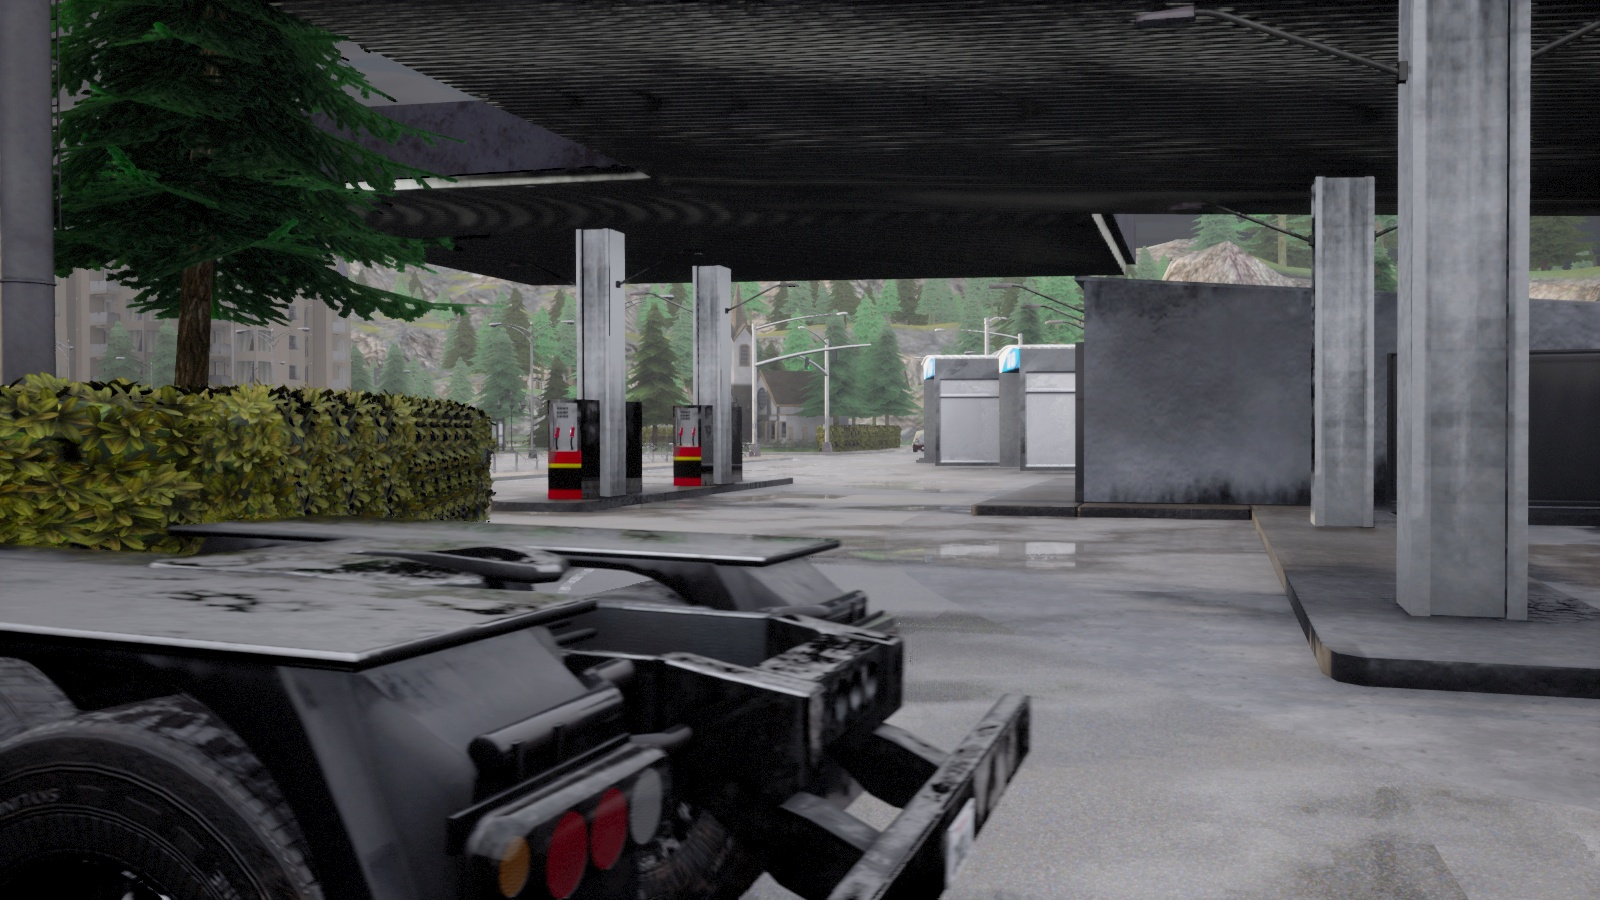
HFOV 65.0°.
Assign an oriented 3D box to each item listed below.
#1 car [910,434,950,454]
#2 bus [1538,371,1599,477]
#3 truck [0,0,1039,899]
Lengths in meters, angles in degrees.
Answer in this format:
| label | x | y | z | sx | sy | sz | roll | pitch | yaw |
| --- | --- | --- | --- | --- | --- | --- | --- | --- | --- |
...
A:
| label | x | y | z | sx | sy | sz | roll | pitch | yaw |
| --- | --- | --- | --- | --- | --- | --- | --- | --- | --- |
| car | 10.122 | -0.504 | 97.455 | 2.163 | 1.488 | 4.792 | 0 | 1 | 17 |
| bus | 34.673 | -1.066 | 52.349 | 3.944 | 4.253 | 10.273 | 1 | 1 | 14 |
| truck | -3.421 | -0.179 | 4.308 | 7.936 | 3.462 | 2.891 | 2 | 0 | 18 |
